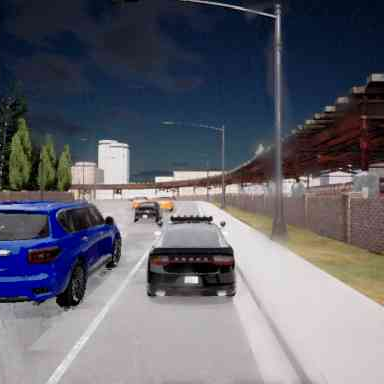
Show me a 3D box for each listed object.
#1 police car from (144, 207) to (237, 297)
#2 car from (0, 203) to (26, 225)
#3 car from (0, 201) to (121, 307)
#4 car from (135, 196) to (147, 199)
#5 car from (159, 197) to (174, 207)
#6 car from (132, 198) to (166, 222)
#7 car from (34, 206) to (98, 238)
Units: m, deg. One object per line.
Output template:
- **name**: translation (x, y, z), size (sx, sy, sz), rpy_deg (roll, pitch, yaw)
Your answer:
- **police car**: translation (-0.012, 1.428, 8.762), size (1.930, 1.638, 5.238), rpy_deg (0, 0, 0)
- **car**: translation (-13.996, 1.574, 23.982), size (1.994, 1.385, 4.181), rpy_deg (0, 0, 0)
- **car**: translation (-3.296, 1.227, 8.090), size (2.150, 2.045, 5.566), rpy_deg (0, 0, 0)
- **car**: translation (-6.797, 1.371, 45.008), size (2.097, 1.767, 4.553), rpy_deg (0, 0, 0)
- **car**: translation (-3.298, 1.369, 40.580), size (2.097, 1.767, 4.553), rpy_deg (0, 0, 0)
- **car**: translation (-3.396, 1.516, 26.535), size (1.837, 1.490, 4.892), rpy_deg (0, 0, 0)
- **car**: translation (-6.795, 1.572, 18.442), size (1.994, 1.385, 4.181), rpy_deg (0, 0, 0)
